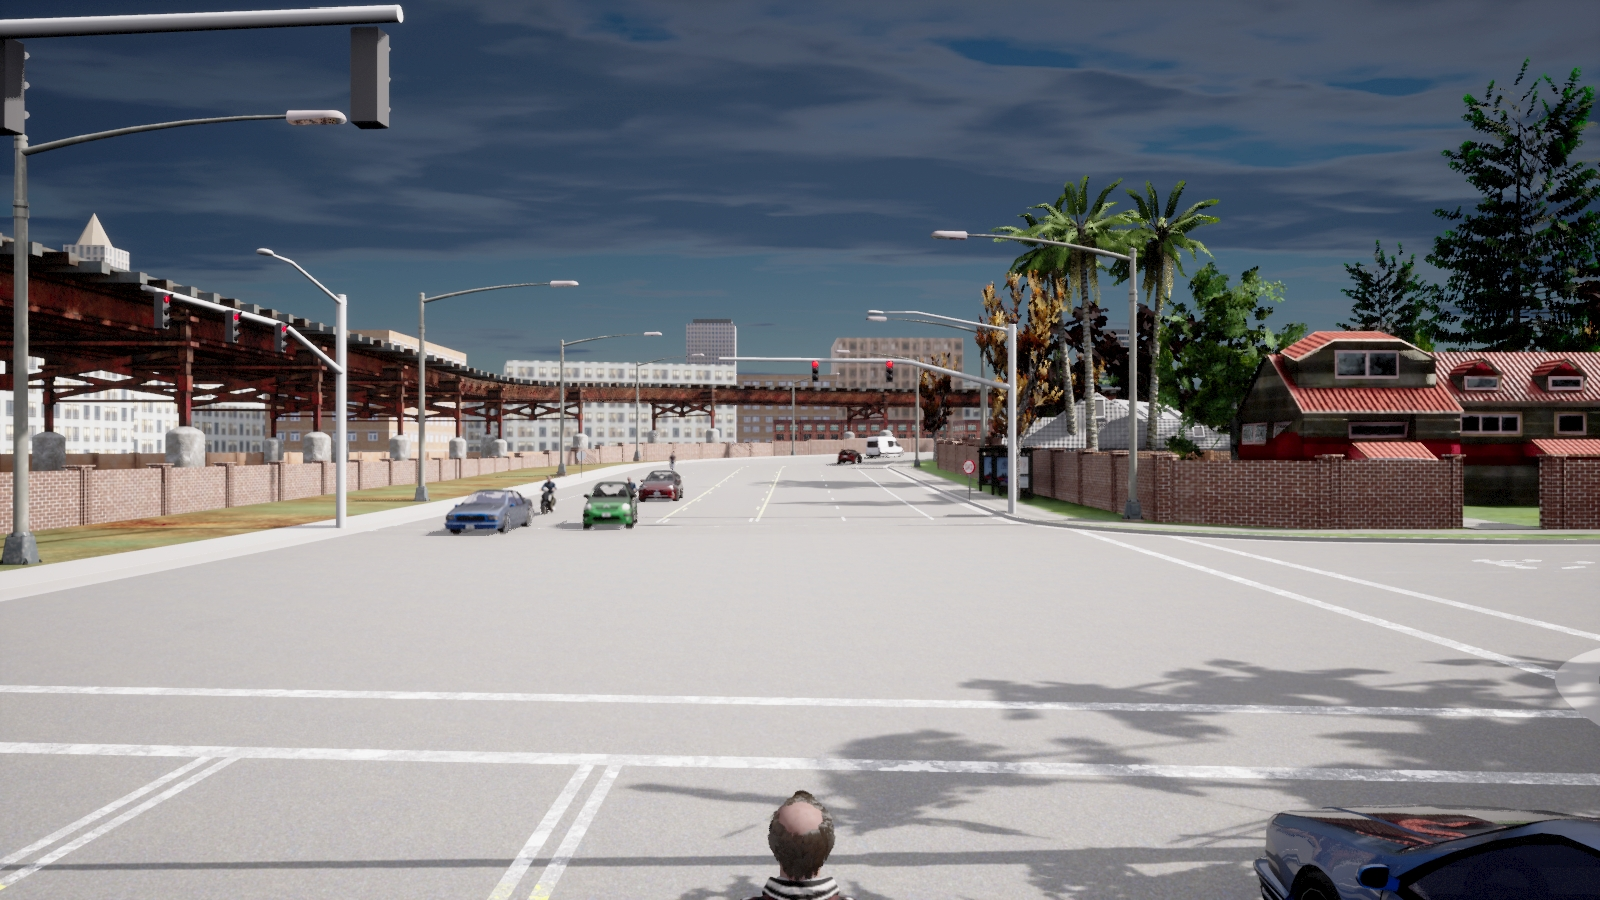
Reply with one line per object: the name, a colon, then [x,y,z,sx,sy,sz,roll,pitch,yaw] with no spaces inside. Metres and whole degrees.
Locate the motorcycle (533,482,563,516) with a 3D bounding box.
motorcycle: [-10.521,2.029,47.777,0.856,1.341,1.805,0,1,0]

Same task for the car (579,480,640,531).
car: [-6.764,1.947,40.871,1.851,1.617,3.988,0,0,-5]

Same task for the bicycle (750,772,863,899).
bicycle: [0.019,2.048,3.681,0.329,1.496,1.835,0,0,0]

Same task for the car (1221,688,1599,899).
car: [3.467,2.106,4.038,2.033,1.411,5.357,0,0,1]

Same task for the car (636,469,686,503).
car: [-7.040,1.816,58.407,2.007,1.525,4.514,0,1,0]

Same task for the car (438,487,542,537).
car: [-10.512,2.064,39.169,2.033,1.411,5.357,0,0,1]

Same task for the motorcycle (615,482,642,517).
motorcycle: [-7.040,2.037,46.967,0.856,1.341,1.805,0,1,0]
